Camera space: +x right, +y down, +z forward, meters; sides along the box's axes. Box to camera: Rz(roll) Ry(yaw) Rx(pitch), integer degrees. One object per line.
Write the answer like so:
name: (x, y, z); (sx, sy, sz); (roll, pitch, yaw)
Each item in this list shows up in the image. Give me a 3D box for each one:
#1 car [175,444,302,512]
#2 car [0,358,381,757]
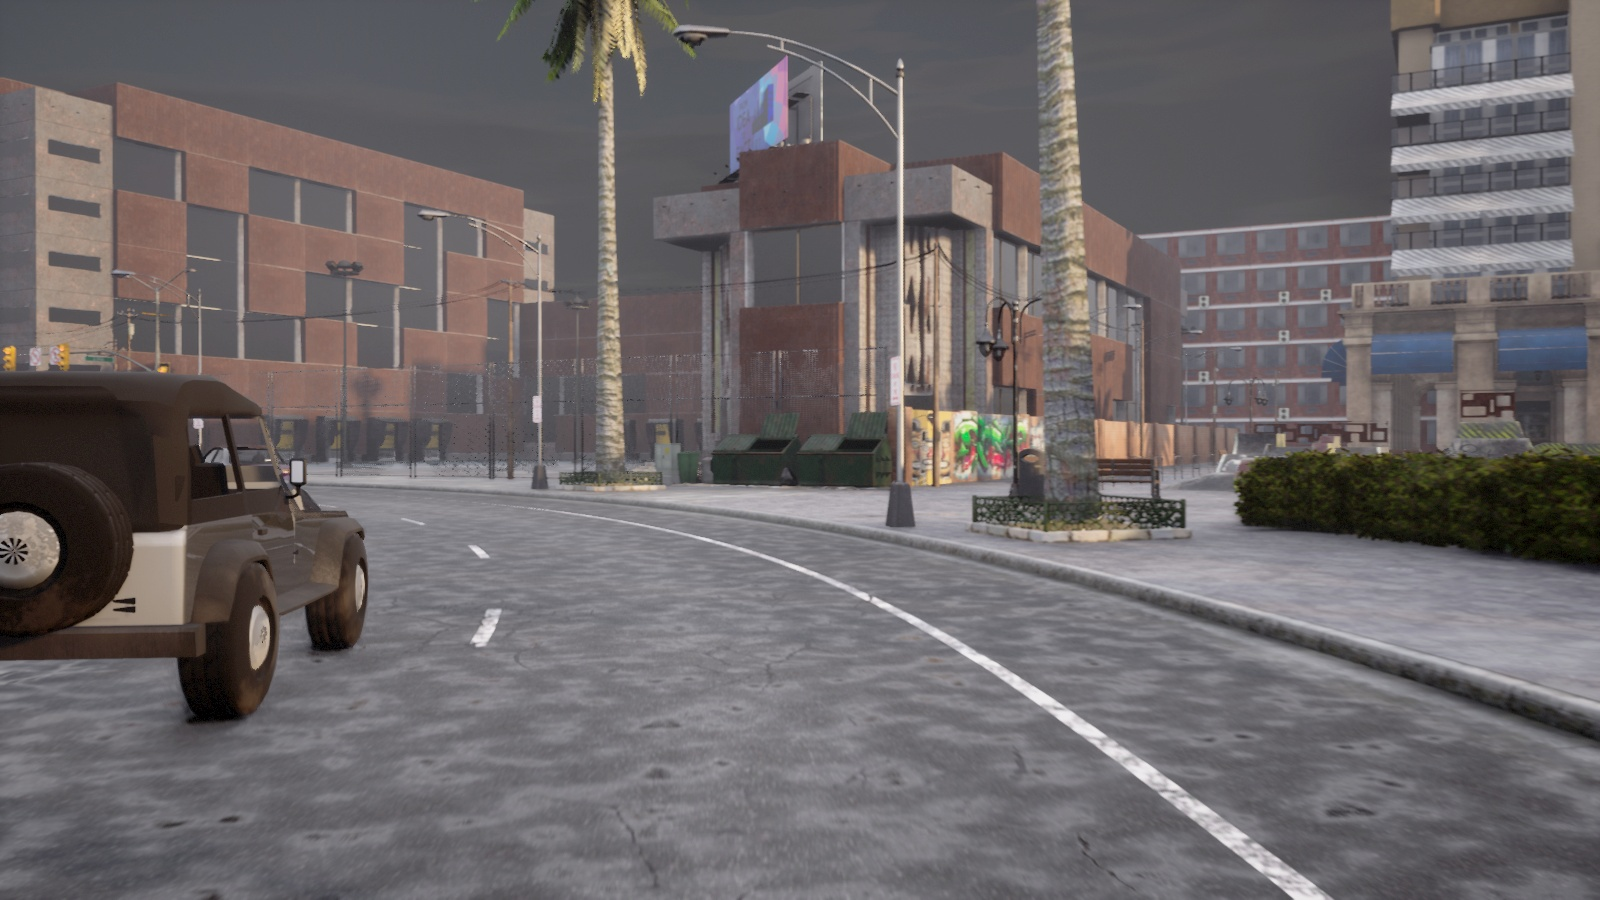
car: (-13.200, 0.589, 29.391); (1.816, 1.474, 4.193); (0, 0, -37)
car: (-4.019, 0.497, 7.821); (1.905, 1.878, 3.866); (0, 0, -6)
